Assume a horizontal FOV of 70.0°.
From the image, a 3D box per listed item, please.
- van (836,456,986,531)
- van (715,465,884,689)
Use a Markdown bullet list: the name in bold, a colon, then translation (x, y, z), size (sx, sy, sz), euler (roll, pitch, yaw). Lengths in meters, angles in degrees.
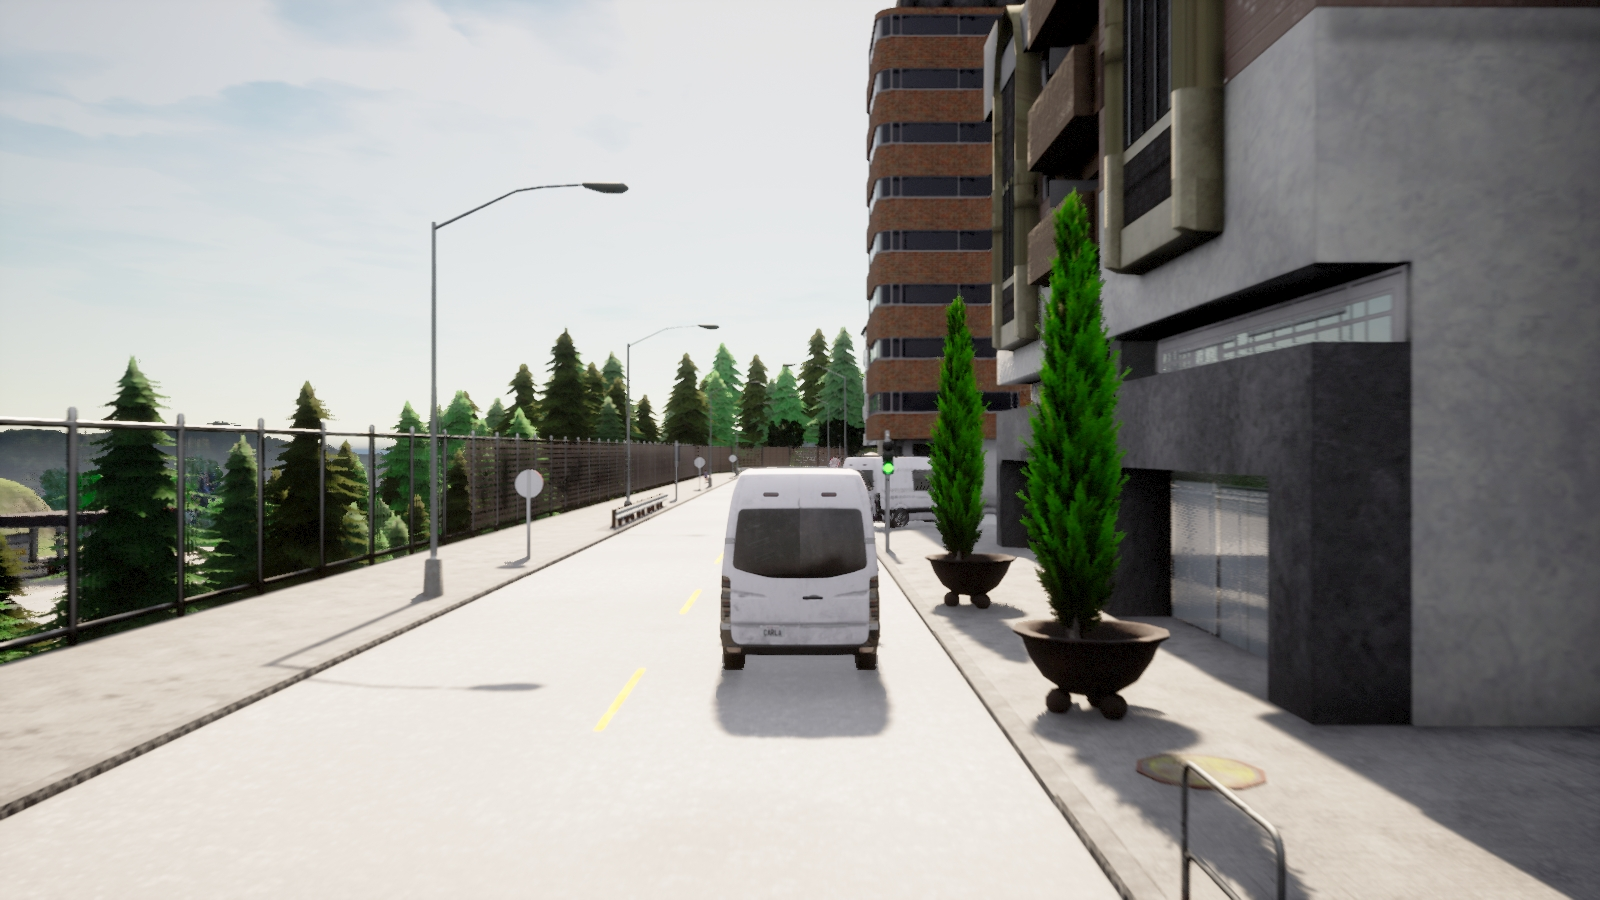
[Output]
- **van**: translation (4.161, 1.532, 42.000), size (5.915, 2.561, 1.988), euler (0, -1, -42)
- **van**: translation (-0.007, 1.534, 16.432), size (1.988, 2.561, 5.915), euler (0, 0, 0)
